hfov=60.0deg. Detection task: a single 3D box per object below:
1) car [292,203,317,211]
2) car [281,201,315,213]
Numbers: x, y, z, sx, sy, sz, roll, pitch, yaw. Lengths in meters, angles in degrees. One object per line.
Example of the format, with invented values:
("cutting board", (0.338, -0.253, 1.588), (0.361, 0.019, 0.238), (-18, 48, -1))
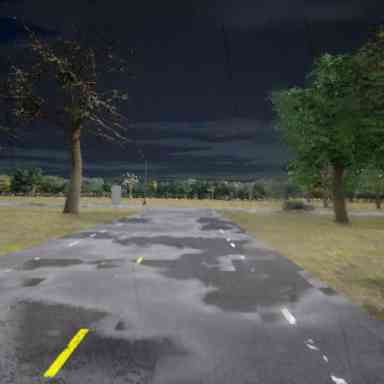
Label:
("car", (22.314, 3.040, 66.097), (4.181, 1.385, 1.994), (2, 0, 0))
("car", (18.788, 2.643, 59.111), (5.566, 2.045, 2.150), (2, 0, 0))
